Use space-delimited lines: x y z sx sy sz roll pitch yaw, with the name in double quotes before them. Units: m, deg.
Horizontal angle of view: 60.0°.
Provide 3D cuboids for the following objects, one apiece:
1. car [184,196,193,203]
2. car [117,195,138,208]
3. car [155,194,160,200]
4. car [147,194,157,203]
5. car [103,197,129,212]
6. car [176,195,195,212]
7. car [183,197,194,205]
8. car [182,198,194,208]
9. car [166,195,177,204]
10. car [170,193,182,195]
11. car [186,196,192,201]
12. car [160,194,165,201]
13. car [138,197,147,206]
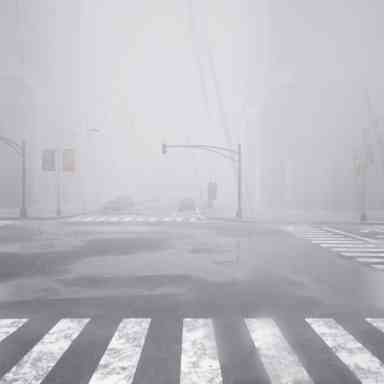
"car" -0.728 1.613 71.770 1.752 1.417 4.829 0 0 0
"car" -9.112 1.335 44.436 2.192 1.841 5.009 0 0 0
"car" -9.281 1.417 76.992 2.192 1.841 5.009 0 0 0
"car" -9.252 1.669 71.565 1.802 1.307 4.206 0 0 0
"car" -9.083 1.574 39.009 1.947 1.339 4.313 0 0 0
"car" -0.559 1.448 39.051 1.967 1.590 4.097 0 0 0
"car" -0.671 1.603 60.750 1.887 1.381 4.507 0 0 0
"car" -0.615 1.615 49.900 1.802 1.307 4.206 0 0 0
"car" -3.456 1.672 65.662 1.895 1.301 4.718 0 0 0
"car" -3.507 1.559 75.629 1.837 1.490 4.892 0 0 0
"car" -0.841 1.696 93.300 1.887 1.381 4.507 0 0 0
"car" -9.365 1.696 93.268 1.887 1.381 4.507 0 0 0
"car" -9.167 1.570 55.117 1.752 1.417 4.829 0 0 0
